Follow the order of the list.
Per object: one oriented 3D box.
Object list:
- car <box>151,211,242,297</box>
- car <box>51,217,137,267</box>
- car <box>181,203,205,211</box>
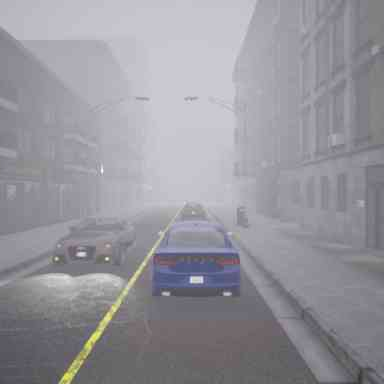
[{"bbox_3d":[0.097,1.477,8.637,1.882,1.535,5.008,0,0,0],"label":"car"},{"bbox_3d":[-3.104,1.563,11.338,1.994,1.385,4.181,0,0,0],"label":"car"},{"bbox_3d":[0.092,1.560,27.592,1.994,1.385,4.181,0,0,0],"label":"car"}]
